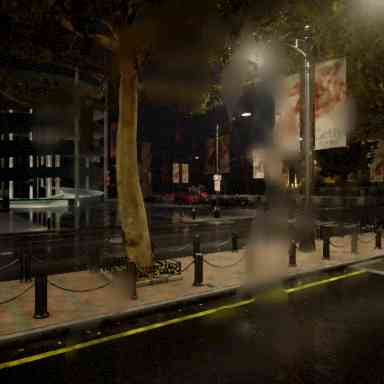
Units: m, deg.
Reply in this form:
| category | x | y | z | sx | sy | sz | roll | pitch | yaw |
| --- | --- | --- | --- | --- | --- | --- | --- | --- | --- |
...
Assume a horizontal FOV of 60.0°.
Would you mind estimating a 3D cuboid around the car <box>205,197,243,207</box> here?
| category | x | y | z | sx | sy | sz | roll | pitch | yaw |
| --- | --- | --- | --- | --- | --- | --- | --- | --- | --- |
| car | 4.743 | 1.547 | 50.619 | 2.033 | 1.411 | 5.357 | 0 | 0 | -35 |

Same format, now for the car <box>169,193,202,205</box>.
| category | x | y | z | sx | sy | sz | roll | pitch | yaw |
| --- | --- | --- | --- | --- | --- | --- | --- | --- | --- |
| car | -1.166 | 1.221 | 58.921 | 2.150 | 2.045 | 5.566 | 0 | 0 | -36 |

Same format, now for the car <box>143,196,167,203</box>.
| category | x | y | z | sx | sy | sz | roll | pitch | yaw |
| --- | --- | --- | --- | --- | --- | --- | --- | --- | --- |
| car | -7.826 | 1.478 | 66.762 | 5.008 | 1.535 | 1.882 | 0 | 0 | 42 |

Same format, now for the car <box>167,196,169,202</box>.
| category | x | y | z | sx | sy | sz | roll | pitch | yaw |
| --- | --- | --- | --- | --- | --- | --- | --- | --- | --- |
| car | -4.461 | 1.526 | 68.535 | 1.812 | 1.442 | 4.674 | 0 | 0 | -44 |

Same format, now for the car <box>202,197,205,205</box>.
| category | x | y | z | sx | sy | sz | roll | pitch | yaw |
| --- | --- | --- | --- | --- | --- | --- | --- | --- | --- |
| car | 1.854 | 1.547 | 60.713 | 2.033 | 1.411 | 5.357 | 0 | 0 | -36 |

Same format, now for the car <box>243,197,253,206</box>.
| category | x | y | z | sx | sy | sz | roll | pitch | yaw |
| --- | --- | --- | --- | --- | --- | --- | --- | --- | --- |
| car | 7.500 | 1.491 | 52.763 | 2.128 | 1.511 | 4.902 | 0 | 0 | -35 |
